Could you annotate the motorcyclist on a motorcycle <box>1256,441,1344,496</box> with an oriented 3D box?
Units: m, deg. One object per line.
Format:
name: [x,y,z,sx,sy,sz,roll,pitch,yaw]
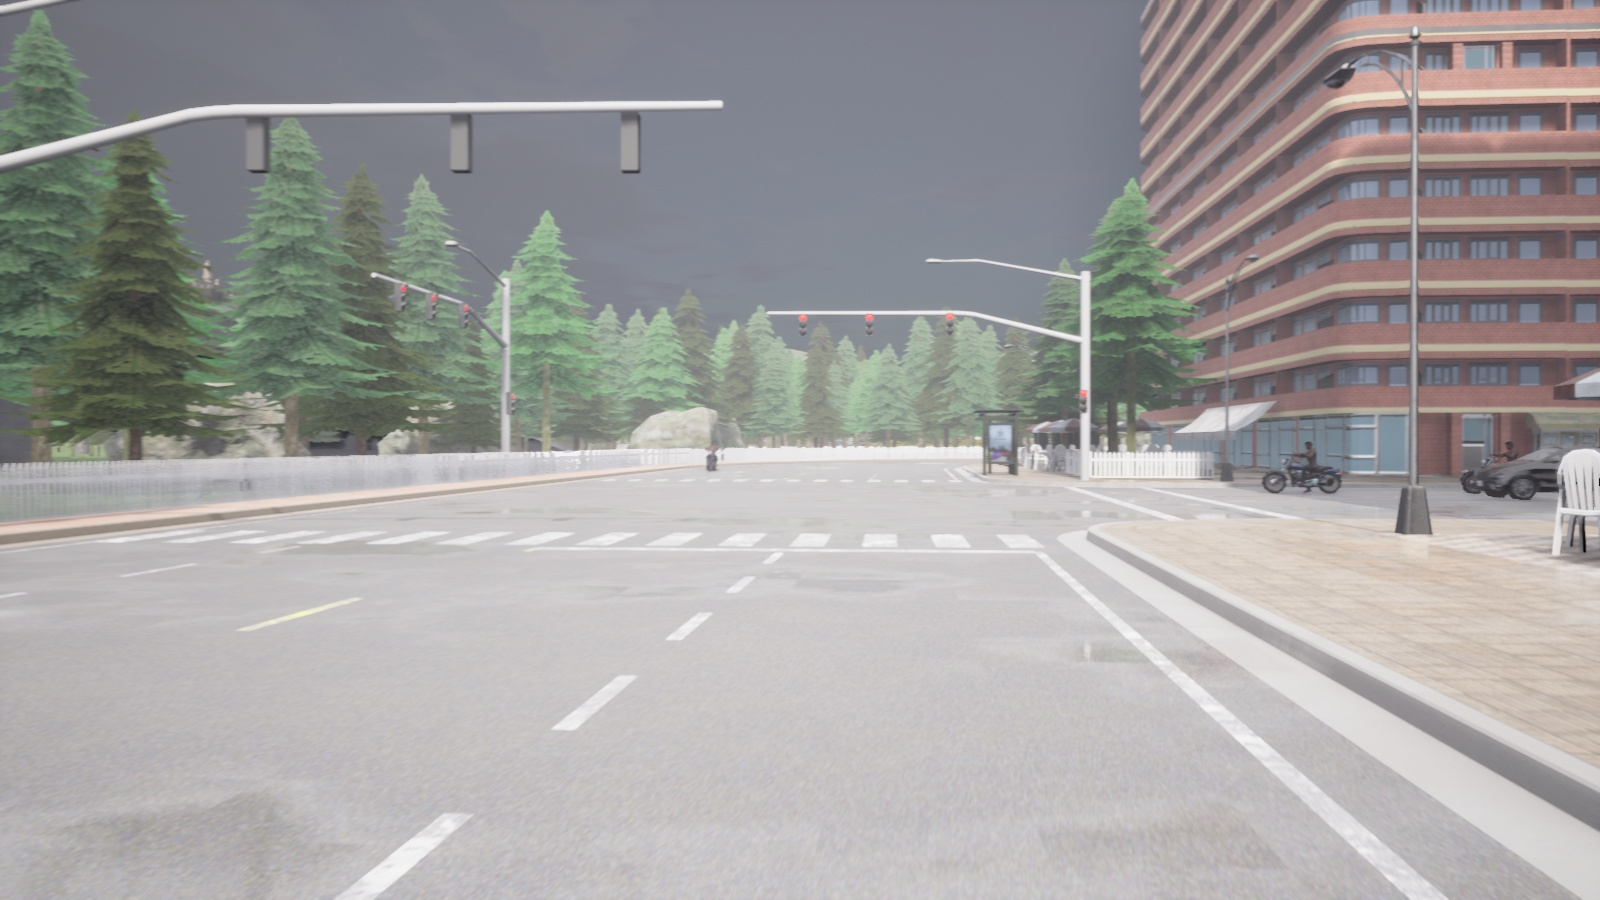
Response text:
motorcyclist on a motorcycle: [15.239,0.561,38.313,2.350,1.649,0.766,0,0,5]

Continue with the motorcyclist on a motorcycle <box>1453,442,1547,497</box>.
motorcyclist on a motorcycle: [21.057,0.574,37.798,2.350,1.649,0.766,0,0,5]

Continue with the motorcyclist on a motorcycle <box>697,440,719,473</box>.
motorcyclist on a motorcycle: [-4.759,0.319,65.426,0.766,1.649,2.350,0,1,5]

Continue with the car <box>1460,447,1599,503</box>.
car: [20.611,0.656,34.324,4.193,1.474,1.816,0,0,5]
